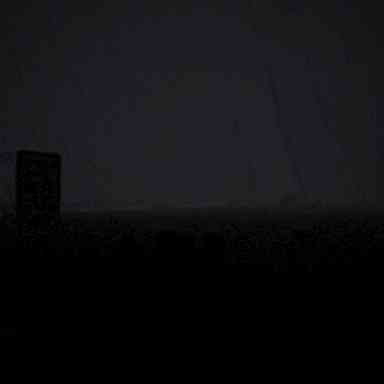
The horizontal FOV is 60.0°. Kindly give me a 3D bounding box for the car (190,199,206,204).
[{"bbox_3d":[1.430,2.351,82.668,1.895,1.301,4.718,1,0,36],"label":"car"}]
